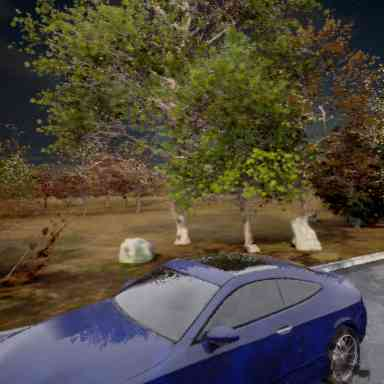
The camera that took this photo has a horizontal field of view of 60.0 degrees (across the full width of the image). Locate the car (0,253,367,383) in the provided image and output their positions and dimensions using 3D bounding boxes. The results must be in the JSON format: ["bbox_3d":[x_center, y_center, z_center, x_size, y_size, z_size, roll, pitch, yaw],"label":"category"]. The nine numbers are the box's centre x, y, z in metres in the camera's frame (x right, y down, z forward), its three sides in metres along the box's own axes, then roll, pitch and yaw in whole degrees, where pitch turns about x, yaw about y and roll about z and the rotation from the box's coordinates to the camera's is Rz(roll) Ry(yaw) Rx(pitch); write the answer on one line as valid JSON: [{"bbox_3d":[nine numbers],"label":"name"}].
[{"bbox_3d":[0.191,1.520,3.815,4.674,1.442,1.812,0,0,-35],"label":"car"}]
